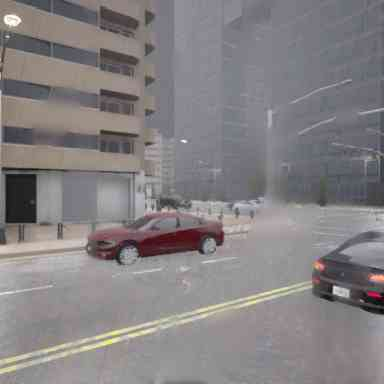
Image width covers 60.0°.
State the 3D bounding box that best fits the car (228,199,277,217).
[{"bbox_3d":[5.739,1.470,31.079,1.812,1.442,4.674,0,0,-35],"label":"car"}]

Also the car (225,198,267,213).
[{"bbox_3d":[5.921,1.471,36.827,1.812,1.442,4.674,0,0,-36],"label":"car"}]

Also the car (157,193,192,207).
[{"bbox_3d":[-2.202,1.162,42.218,2.150,2.045,5.566,0,1,-35],"label":"car"}]

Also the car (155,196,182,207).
[{"bbox_3d":[-3.616,1.449,50.323,1.837,1.490,4.892,0,0,-35],"label":"car"}]

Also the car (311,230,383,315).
[{"bbox_3d":[4.409,1.526,6.961,4.674,1.442,1.812,0,0,-35],"label":"car"}]

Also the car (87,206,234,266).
[{"bbox_3d":[-1.116,1.477,11.710,5.008,1.535,1.882,0,0,-35],"label":"car"}]
